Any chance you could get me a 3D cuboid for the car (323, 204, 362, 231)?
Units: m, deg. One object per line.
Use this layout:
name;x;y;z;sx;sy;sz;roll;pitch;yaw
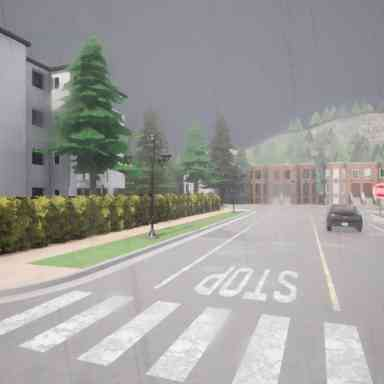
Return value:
car;9.326;1.531;20.681;1.837;1.490;4.892;1;0;20
